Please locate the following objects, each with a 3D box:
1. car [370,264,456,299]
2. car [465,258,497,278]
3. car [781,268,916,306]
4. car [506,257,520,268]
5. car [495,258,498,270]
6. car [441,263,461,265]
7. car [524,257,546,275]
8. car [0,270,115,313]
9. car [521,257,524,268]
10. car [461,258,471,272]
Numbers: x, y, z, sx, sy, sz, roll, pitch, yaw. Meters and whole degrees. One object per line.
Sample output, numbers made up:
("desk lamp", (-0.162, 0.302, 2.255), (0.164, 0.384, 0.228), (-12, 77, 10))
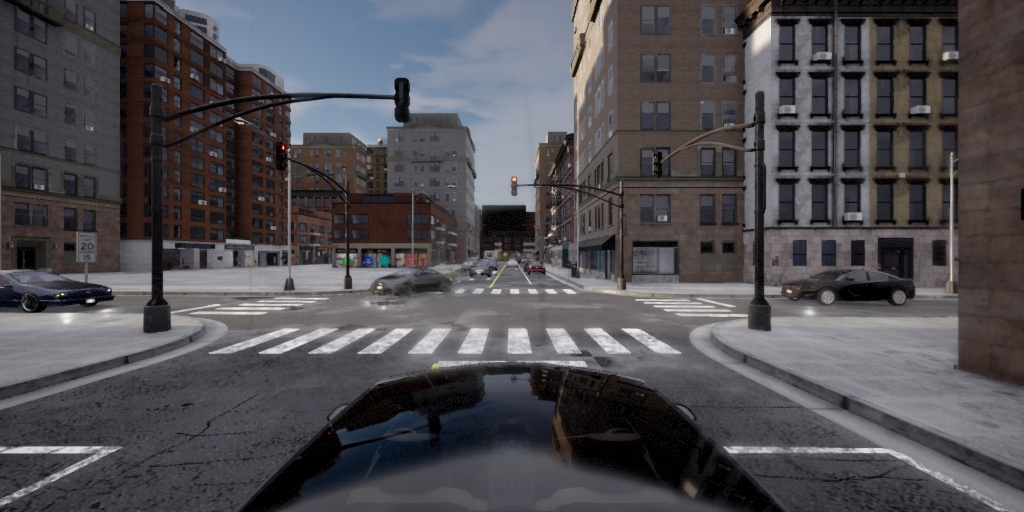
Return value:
("car", (-5.018, 1.307, 18.369), (1.994, 1.385, 4.181), (0, 0, 35))
("car", (-2.870, 1.244, 33.823), (2.128, 1.511, 4.902), (0, 0, 0))
("car", (14.763, 1.310, 15.905), (5.008, 1.535, 1.882), (0, 0, -1))
("car", (0.064, 1.279, 61.925), (1.812, 1.442, 4.674), (0, 0, 0))
("car", (-2.869, 1.300, 48.811), (2.033, 1.411, 5.357), (0, 0, 1))
("car", (-5.405, 1.276, 27.928), (1.751, 1.417, 4.829), (0, 0, 0))
("car", (2.613, 1.191, 39.427), (1.967, 1.591, 4.097), (0, 0, 0))
("car", (-17.810, 1.216, 12.894), (5.357, 1.411, 2.033), (0, 0, 0))
("car", (2.609, 1.066, 45.089), (2.192, 1.841, 5.009), (0, 0, 0))
("car", (-5.416, 1.302, 45.084), (2.007, 1.370, 4.403), (0, 0, 0))
